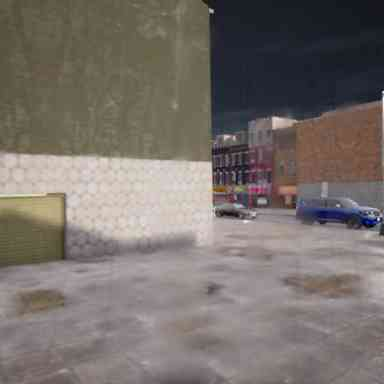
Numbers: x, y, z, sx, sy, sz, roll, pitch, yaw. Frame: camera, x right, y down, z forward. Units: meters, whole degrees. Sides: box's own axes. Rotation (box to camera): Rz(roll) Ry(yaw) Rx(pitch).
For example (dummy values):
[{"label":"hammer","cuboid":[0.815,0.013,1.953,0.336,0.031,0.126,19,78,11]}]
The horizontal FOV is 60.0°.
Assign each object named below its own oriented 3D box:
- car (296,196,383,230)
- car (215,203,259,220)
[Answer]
[{"label":"car","cuboid":[9.681,1.338,22.374,2.150,2.045,5.566,-1,0,-35]},{"label":"car","cuboid":[3.976,1.718,30.406,1.812,1.442,4.674,-1,0,-36]}]
